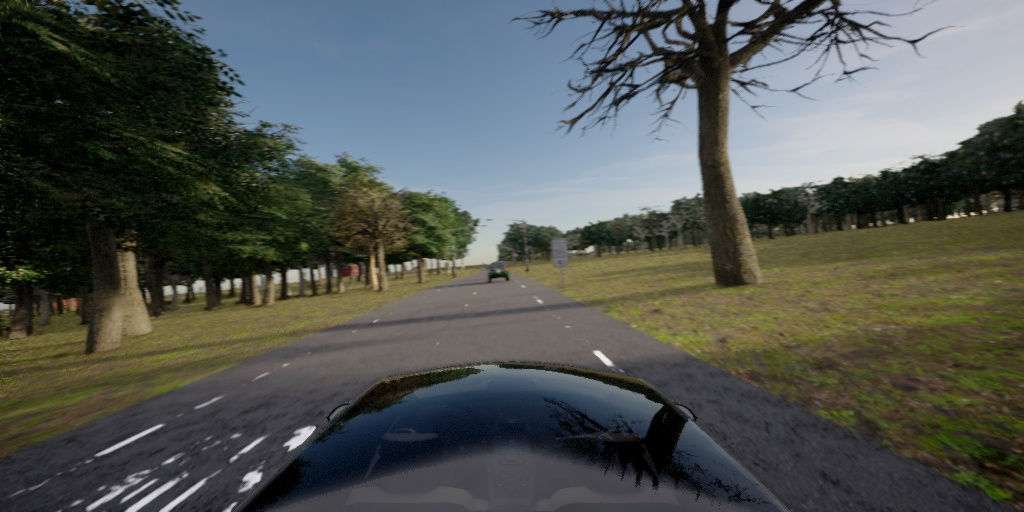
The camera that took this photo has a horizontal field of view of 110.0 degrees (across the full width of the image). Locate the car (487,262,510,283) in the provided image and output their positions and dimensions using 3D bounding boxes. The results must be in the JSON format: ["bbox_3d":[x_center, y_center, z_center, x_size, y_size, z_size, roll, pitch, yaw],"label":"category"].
[{"bbox_3d":[-1.433,1.657,37.922,2.150,2.045,5.566,-5,-1,-2],"label":"car"}]
